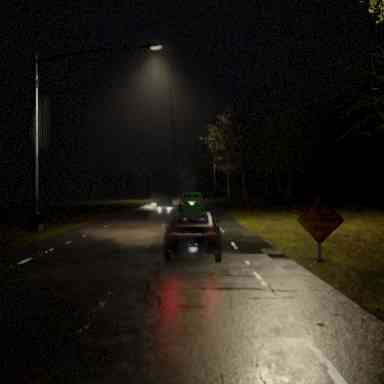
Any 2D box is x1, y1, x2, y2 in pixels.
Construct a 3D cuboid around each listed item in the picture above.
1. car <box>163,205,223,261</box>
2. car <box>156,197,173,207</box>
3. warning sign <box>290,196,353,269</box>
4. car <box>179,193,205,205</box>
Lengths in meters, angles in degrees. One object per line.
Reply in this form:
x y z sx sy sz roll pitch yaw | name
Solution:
0.033 1.421 11.918 2.128 1.511 4.902 0 0 0 | car
-3.727 1.357 45.735 1.994 1.385 4.181 0 0 0 | car
3.529 1.060 9.185 1.300 1.860 1.060 1 1 0 | warning sign
-0.008 1.061 29.736 2.150 2.045 5.566 0 0 0 | car
